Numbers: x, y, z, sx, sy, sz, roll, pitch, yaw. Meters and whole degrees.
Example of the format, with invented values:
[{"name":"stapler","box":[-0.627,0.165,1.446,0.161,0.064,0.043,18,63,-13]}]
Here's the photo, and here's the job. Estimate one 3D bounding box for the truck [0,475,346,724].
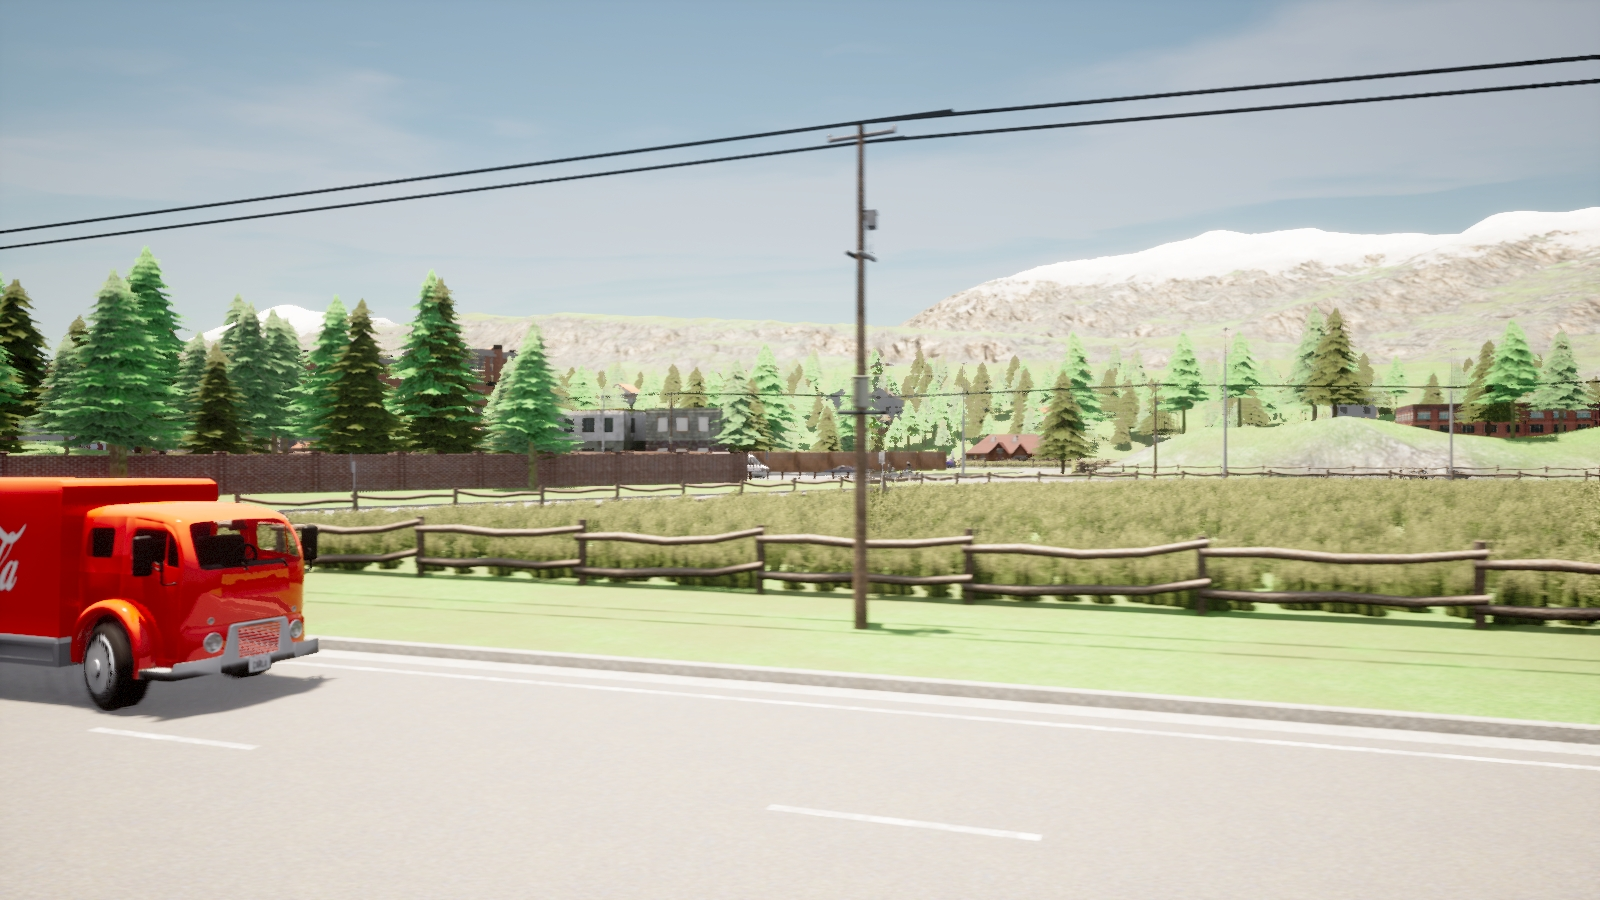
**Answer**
[{"name":"truck","box":[-8.503,1.567,13.786,5.204,2.467,2.627,0,-1,21]}]
